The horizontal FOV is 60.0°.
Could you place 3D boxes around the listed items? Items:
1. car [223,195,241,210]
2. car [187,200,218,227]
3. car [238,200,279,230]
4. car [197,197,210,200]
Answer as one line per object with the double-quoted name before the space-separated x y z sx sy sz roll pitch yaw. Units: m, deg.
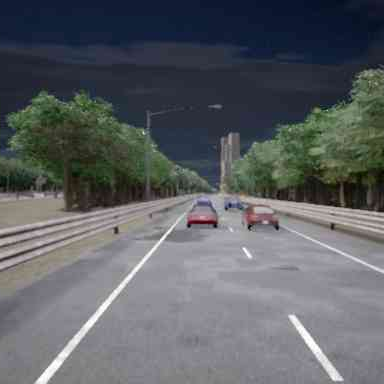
"car" 4.878 1.265 40.174 2.097 1.767 4.553 1 0 2
"car" 0.705 1.493 22.083 1.994 1.385 4.181 1 0 2
"car" 4.142 1.489 20.594 1.812 1.442 4.674 1 0 2
"car" 1.418 1.358 41.279 1.882 1.535 5.008 1 0 2
